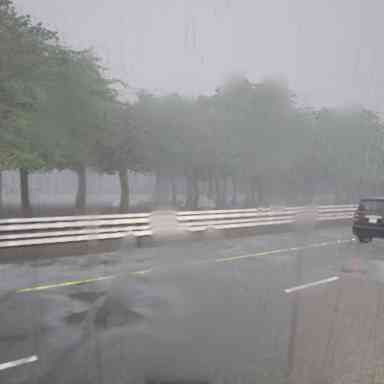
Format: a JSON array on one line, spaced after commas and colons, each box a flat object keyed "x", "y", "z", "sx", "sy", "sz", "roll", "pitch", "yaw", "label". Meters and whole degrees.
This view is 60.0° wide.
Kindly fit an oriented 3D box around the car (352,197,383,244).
[{"x": 9.344, "y": 1.225, "z": 14.699, "sx": 5.566, "sy": 2.045, "sz": 2.150, "roll": 0, "pitch": 0, "yaw": -35, "label": "car"}]
